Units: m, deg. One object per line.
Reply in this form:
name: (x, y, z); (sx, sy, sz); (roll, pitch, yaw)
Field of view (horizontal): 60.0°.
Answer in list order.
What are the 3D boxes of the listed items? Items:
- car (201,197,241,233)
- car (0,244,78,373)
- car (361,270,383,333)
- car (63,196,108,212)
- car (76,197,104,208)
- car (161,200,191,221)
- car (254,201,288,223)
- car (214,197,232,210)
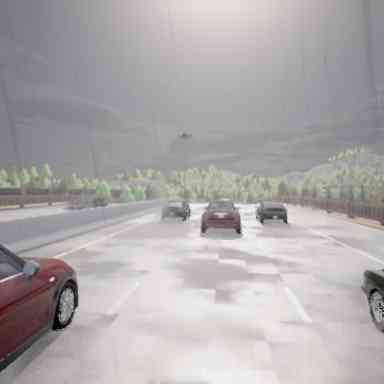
car: (1.693, 1.251, 19.147); (2.097, 1.767, 4.553); (0, 0, 6)
car: (-3.111, 1.318, 4.020); (2.097, 1.767, 4.553); (0, 0, 3)
car: (3.808, 1.593, 3.747); (1.895, 1.301, 4.718); (0, 0, 3)
car: (-8.311, 1.174, 26.380); (2.097, 1.767, 4.553); (0, 0, 6)
car: (-13.466, 1.307, 44.318); (1.895, 1.301, 4.718); (0, 0, 6)
car: (-1.177, 1.378, 25.777); (1.812, 1.442, 4.674); (0, 0, 6)
car: (5.711, 1.391, 24.190); (1.837, 1.490, 4.892); (0, 0, 6)
car: (3.823, 1.337, 40.319); (2.033, 1.411, 5.357); (0, 0, 6)
